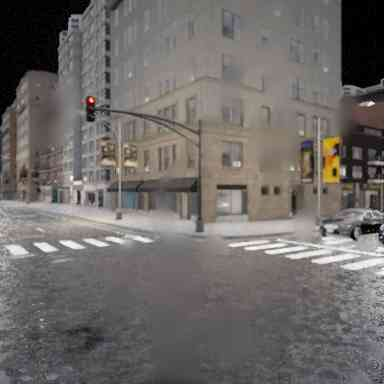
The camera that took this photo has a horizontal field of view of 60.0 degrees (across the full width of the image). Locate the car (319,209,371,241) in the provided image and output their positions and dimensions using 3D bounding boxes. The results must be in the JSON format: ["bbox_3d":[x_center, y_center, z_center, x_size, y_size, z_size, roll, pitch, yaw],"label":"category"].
[{"bbox_3d":[8.881,1.677,18.002,4.902,1.511,2.128,1,0,-35],"label":"car"}]

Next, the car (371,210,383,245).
[{"bbox_3d":[10.499,1.536,15.162,4.553,1.767,2.097,1,0,-35],"label":"car"}]
